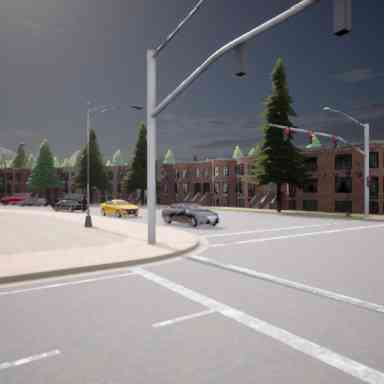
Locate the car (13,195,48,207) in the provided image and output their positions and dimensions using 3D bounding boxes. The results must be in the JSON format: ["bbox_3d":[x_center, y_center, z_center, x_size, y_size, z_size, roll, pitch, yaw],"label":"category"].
[{"bbox_3d":[-24.170,1.547,51.137,5.357,1.411,2.033,0,0,17],"label":"car"}]

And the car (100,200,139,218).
[{"bbox_3d":[-6.777,1.476,30.852,1.882,1.535,5.008,0,0,-40],"label":"car"}]

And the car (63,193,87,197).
[{"bbox_3d":[-18.913,1.220,52.870,5.566,2.045,2.150,0,0,23],"label":"car"}]

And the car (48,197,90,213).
[{"bbox_3d":[-13.959,1.600,37.925,4.718,1.301,1.895,0,0,37],"label":"car"}]

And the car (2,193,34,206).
[{"bbox_3d":[-29.032,1.221,55.923,5.566,2.045,2.150,0,0,10],"label":"car"}]

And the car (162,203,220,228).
[{"bbox_3d":[-0.192,1.491,22.148,2.128,1.511,4.902,0,0,-36],"label":"car"}]
